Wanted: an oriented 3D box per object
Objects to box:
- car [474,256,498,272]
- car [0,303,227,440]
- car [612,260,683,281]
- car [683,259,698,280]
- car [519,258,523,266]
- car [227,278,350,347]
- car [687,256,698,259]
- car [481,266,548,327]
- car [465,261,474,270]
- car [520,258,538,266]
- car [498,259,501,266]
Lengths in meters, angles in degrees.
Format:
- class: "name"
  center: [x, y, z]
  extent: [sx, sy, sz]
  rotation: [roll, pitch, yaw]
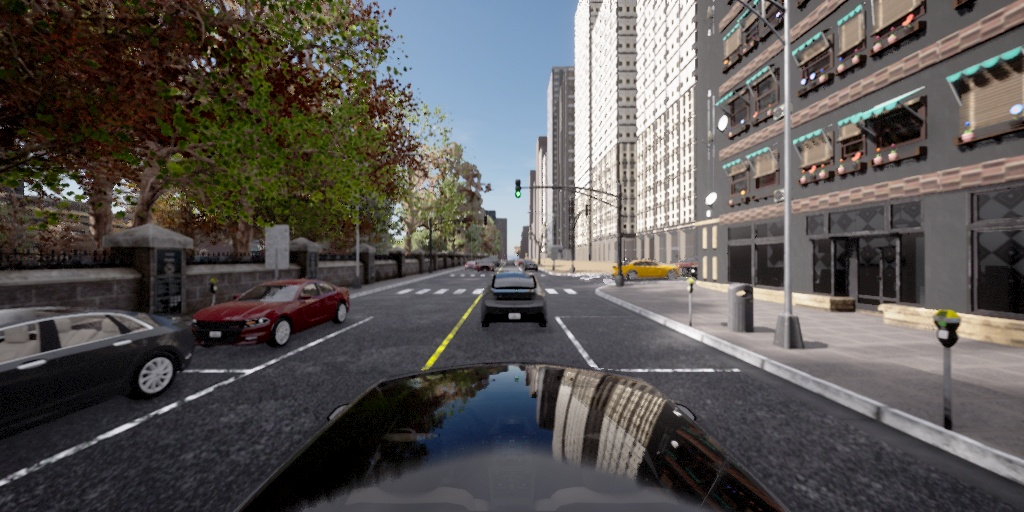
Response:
- class: "car"
  center: [-3.302, 1.123, 45.665]
  extent: [2.097, 1.767, 4.553]
  rotation: [0, 0, 0]
- class: "car"
  center: [-5.777, 1.300, 3.768]
  extent: [2.007, 1.370, 4.403]
  rotation: [0, 0, 0]
- class: "car"
  center: [10.183, 1.029, 27.340]
  extent: [5.008, 1.535, 1.882]
  rotation: [-1, -1, -4]
- class: "car"
  center: [14.573, 1.029, 24.744]
  extent: [4.313, 1.339, 1.948]
  rotation: [0, 0, -1]
- class: "car"
  center: [2.438, 1.342, 52.900]
  extent: [1.948, 1.339, 4.313]
  rotation: [0, 0, 0]
- class: "car"
  center: [-5.856, 1.296, 9.308]
  extent: [1.888, 1.381, 4.507]
  rotation: [0, 0, 0]
- class: "car"
  center: [15.568, 0.823, 30.550]
  extent: [4.553, 1.767, 2.097]
  rotation: [-1, 0, -1]
- class: "car"
  center: [0.054, 1.258, 11.529]
  extent: [1.837, 1.490, 4.892]
  rotation: [0, 0, 0]
- class: "car"
  center: [-5.942, 1.358, 52.858]
  extent: [1.802, 1.307, 4.207]
  rotation: [0, 0, 0]
- class: "car"
  center: [2.466, 1.337, 47.267]
  extent: [1.948, 1.339, 4.313]
  rotation: [0, 0, 0]
- class: "car"
  center: [-3.339, 1.010, 62.645]
  extent: [2.150, 2.045, 5.566]
  rotation: [0, 0, 0]
